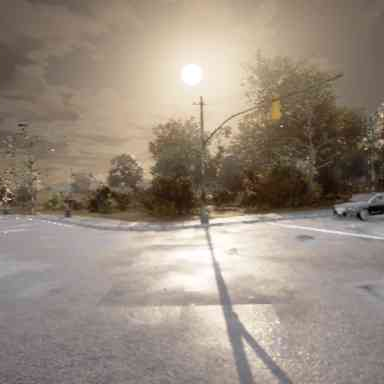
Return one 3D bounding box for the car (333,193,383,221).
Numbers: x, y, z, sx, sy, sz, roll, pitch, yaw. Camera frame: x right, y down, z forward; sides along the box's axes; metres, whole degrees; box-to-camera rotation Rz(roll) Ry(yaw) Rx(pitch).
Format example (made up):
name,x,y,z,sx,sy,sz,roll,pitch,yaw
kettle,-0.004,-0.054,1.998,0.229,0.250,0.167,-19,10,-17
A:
name,x,y,z,sx,sy,sz,roll,pitch,yaw
car,10.841,0.823,20.340,4.902,1.511,2.128,-3,1,-23
